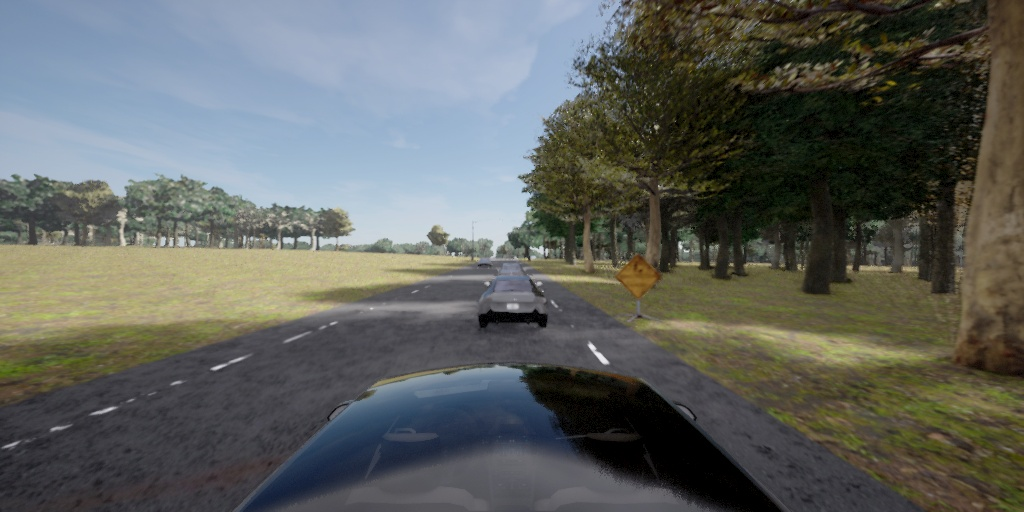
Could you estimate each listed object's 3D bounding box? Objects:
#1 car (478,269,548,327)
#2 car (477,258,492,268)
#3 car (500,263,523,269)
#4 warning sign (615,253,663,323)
[{"bbox_3d":[0.045,1.292,11.397,1.994,1.385,4.181,0,0,1],"label":"car"},{"bbox_3d":[-3.865,0.944,51.678,2.033,1.411,5.357,0,1,0],"label":"car"},{"bbox_3d":[-0.022,1.202,23.993,2.033,1.411,5.357,0,0,0],"label":"car"},{"bbox_3d":[3.543,0.851,10.061,1.300,1.860,1.060,0,0,0],"label":"warning sign"}]
